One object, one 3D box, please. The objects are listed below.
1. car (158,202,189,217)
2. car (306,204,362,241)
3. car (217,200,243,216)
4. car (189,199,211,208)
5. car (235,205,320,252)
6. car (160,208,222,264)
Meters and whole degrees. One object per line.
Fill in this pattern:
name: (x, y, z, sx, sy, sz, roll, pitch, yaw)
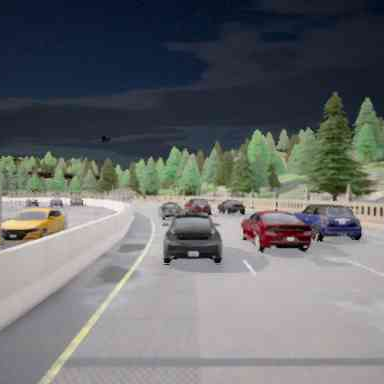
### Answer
car: (-1.921, 1.648, 29.319, 2.033, 1.411, 5.357, 0, 0, -11)
car: (6.680, 1.412, 17.209, 2.097, 1.767, 4.553, 0, 0, -4)
car: (4.012, 1.623, 34.707, 1.837, 1.490, 4.892, 0, 0, -13)
car: (0.466, 1.469, 34.373, 2.097, 1.767, 4.553, 0, 0, -13)
car: (3.371, 1.527, 14.244, 1.882, 1.535, 5.008, 0, 0, -3)
car: (-0.024, 1.545, 11.983, 1.837, 1.490, 4.892, 0, 0, -2)
